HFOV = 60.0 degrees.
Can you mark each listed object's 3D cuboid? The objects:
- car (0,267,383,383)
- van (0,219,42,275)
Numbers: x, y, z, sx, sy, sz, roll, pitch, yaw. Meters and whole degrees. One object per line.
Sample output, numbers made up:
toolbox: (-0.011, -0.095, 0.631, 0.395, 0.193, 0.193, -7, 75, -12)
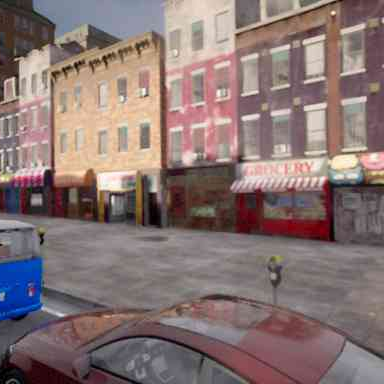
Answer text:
car: (0.055, 1.575, 2.788, 4.206, 1.307, 1.802, 0, -1, 35)
van: (-4.371, 1.310, 5.946, 3.998, 1.788, 1.690, 0, -1, 35)
